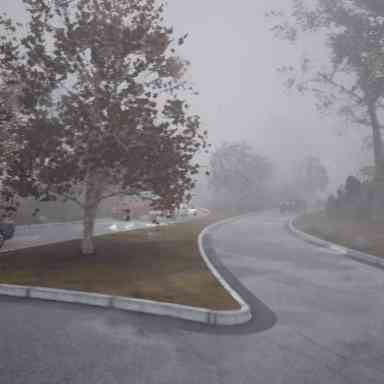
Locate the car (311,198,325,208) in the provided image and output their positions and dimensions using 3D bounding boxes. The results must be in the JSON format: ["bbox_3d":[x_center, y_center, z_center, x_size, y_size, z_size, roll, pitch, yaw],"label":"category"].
[{"bbox_3d":[18.597,1.603,49.858,2.128,1.511,4.902,0,1,36],"label":"car"}]

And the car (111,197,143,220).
[{"bbox_3d":[-5.252,1.443,30.660,2.150,2.045,5.566,0,-1,17],"label":"car"}]

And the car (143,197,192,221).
[{"bbox_3d":[-2.040,1.447,30.213,2.150,2.045,5.566,0,-1,16],"label":"car"}]

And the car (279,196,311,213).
[{"bbox_3d":[12.579,1.463,41.058,2.150,2.045,5.566,0,1,34],"label":"car"}]

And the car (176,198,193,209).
[{"bbox_3d":[-1.321,1.797,53.203,1.882,1.535,5.008,0,0,-12],"label":"car"}]

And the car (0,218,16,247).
[{"bbox_3d":[-9.245,1.519,12.538,1.837,1.490,4.892,0,0,27],"label":"car"}]
